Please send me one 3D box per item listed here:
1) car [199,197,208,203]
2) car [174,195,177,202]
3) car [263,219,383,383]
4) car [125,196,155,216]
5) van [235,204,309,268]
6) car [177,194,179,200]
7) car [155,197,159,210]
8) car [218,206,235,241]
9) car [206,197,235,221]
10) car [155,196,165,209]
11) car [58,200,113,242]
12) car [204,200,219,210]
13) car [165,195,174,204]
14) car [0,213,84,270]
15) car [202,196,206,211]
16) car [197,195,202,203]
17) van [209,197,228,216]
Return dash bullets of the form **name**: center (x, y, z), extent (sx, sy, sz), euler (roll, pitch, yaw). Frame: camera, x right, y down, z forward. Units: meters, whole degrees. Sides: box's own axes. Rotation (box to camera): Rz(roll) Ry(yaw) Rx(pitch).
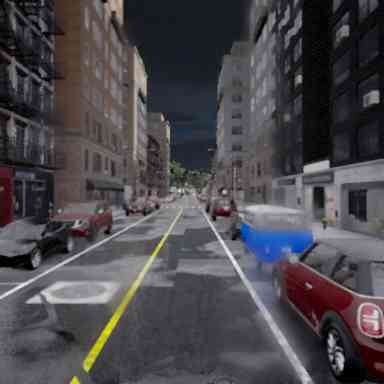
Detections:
- **car**: center (2.639, 1.797, 77.717), extent (1.887, 1.381, 4.507), euler (0, 0, 0)
- **car**: center (-5.411, 1.794, 83.028), extent (1.752, 1.417, 4.829), euler (0, 0, 0)
- **car**: center (2.639, 1.460, 5.475), extent (1.967, 1.590, 4.097), euler (0, 0, 0)
- **car**: center (-5.397, 1.428, 33.872), extent (2.192, 1.841, 5.009), euler (0, 0, 0)
- **van**: center (2.640, 1.380, 11.154), extent (1.690, 1.788, 3.998), euler (0, 0, 0)
- **car**: center (-5.408, 1.602, 88.681), extent (2.192, 1.841, 5.009), euler (0, 0, 0)
- **car**: center (-5.398, 1.656, 39.379), extent (1.752, 1.417, 4.829), euler (0, 0, 0)
- **car**: center (2.639, 1.609, 16.833), extent (2.008, 1.369, 4.403), euler (0, 0, 0)
- **car**: center (2.639, 1.410, 28.191), extent (2.192, 1.841, 5.009), euler (0, 0, 0)
- **car**: center (-5.399, 1.464, 45.228), extent (2.192, 1.841, 5.009), euler (0, 0, 0)
- **car**: center (-5.394, 1.373, 16.837), extent (2.192, 1.841, 5.009), euler (0, 0, 0)
- **car**: center (2.639, 1.731, 45.227), extent (1.802, 1.307, 4.206), euler (0, 0, 0)
- **car**: center (-5.415, 1.759, 72.065), extent (1.752, 1.417, 4.829), euler (0, 0, 0)
- **car**: center (-5.394, 1.604, 11.158), extent (1.947, 1.339, 4.313), euler (0, 0, 0)
- **car**: center (2.639, 1.446, 39.548), extent (2.192, 1.841, 5.009), euler (0, 0, 0)
- **car**: center (2.639, 1.785, 72.235), extent (2.008, 1.369, 4.403), euler (0, 0, 0)
- **van**: center (2.639, 1.454, 33.870), extent (1.690, 1.788, 3.998), euler (0, 0, 0)
